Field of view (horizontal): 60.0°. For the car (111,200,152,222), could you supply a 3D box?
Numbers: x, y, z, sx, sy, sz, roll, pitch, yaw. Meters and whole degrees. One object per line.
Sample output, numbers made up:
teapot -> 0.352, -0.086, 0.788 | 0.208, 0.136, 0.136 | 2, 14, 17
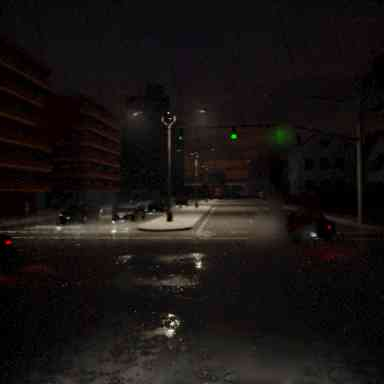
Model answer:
car -> -5.158, 1.608, 27.773 | 2.128, 1.511, 4.902 | -1, 0, 6

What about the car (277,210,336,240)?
car -> 5.495, 1.566, 16.643 | 1.895, 1.301, 4.718 | -1, 0, 6

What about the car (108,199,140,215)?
car -> -7.667, 1.656, 37.901 | 2.128, 1.511, 4.902 | -1, 0, 7

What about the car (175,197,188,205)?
car -> -1.824, 1.687, 60.650 | 2.033, 1.411, 5.357 | -1, 0, 6

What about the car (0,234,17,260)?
car -> -8.271, 1.669, 10.580 | 5.357, 1.411, 2.033 | -1, 0, 18

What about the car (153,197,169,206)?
car -> -5.509, 1.658, 59.144 | 1.882, 1.535, 5.008 | -1, 0, 6

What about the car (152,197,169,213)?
car -> -3.980, 1.672, 39.701 | 2.033, 1.411, 5.357 | -1, 0, 6

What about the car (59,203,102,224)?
car -> -8.787, 1.663, 26.639 | 1.837, 1.490, 4.892 | -1, 0, 6
